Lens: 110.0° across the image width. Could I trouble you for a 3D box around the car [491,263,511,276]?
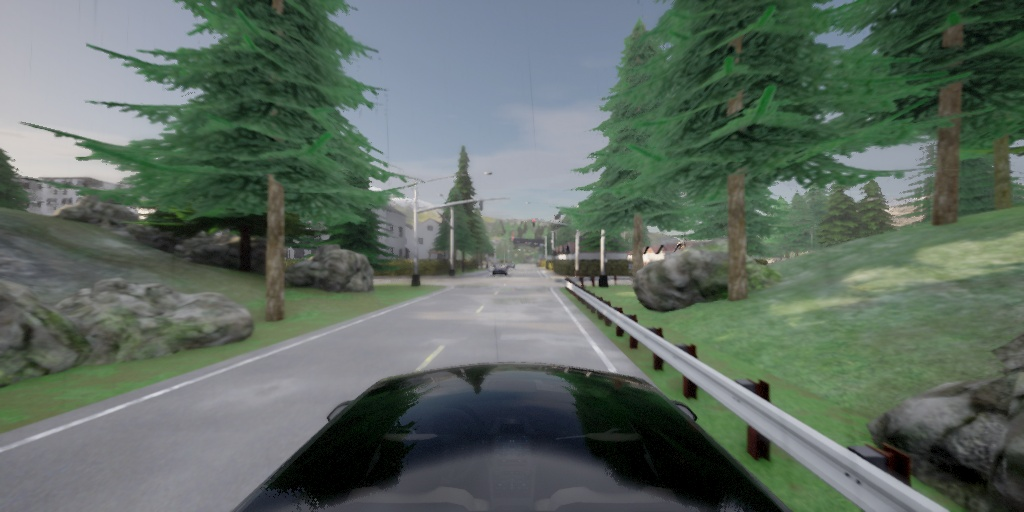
[{"bbox_3d":[-1.522,1.923,45.900,1.895,1.301,4.718,0,-1,3],"label":"car"}]
